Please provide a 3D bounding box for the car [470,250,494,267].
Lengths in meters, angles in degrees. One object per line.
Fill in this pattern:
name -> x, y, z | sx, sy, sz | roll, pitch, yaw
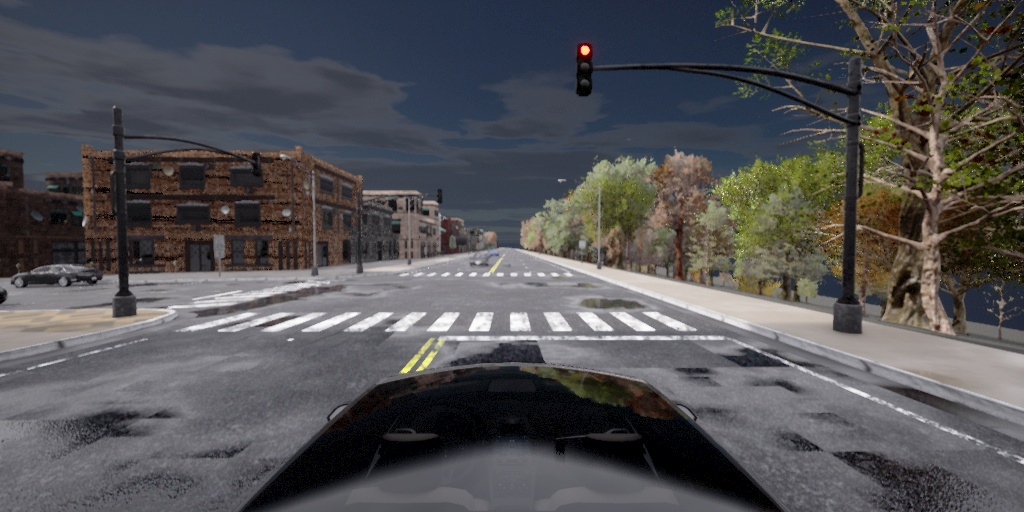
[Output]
car -> -3.411, 0.429, 38.565 | 2.128, 1.511, 4.902 | 0, 2, 0

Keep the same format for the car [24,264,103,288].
car -> -28.392, 1.193, 22.463 | 4.403, 1.370, 2.007 | 0, 0, -1

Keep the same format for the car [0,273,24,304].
car -> -22.656, 1.405, 13.963 | 4.313, 1.339, 1.948 | 0, 0, -1
